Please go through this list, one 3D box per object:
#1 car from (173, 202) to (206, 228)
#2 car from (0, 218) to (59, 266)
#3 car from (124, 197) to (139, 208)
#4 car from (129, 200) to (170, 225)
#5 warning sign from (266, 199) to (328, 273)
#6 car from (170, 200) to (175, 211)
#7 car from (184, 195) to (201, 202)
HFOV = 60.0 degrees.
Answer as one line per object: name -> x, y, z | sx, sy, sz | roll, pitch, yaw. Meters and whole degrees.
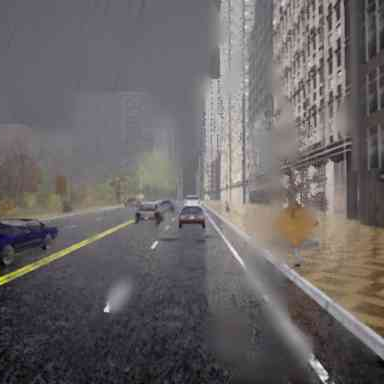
car -> 0.016, 1.657, 23.348 | 2.033, 1.411, 5.357 | 0, 0, 0
car -> -6.594, 1.650, 11.900 | 1.895, 1.301, 4.718 | 0, 0, 0
car -> -9.814, 1.686, 55.127 | 2.097, 1.767, 4.553 | 0, -1, 0
car -> -3.158, 1.615, 25.535 | 2.128, 1.511, 4.902 | 0, 0, 0
warning sign -> 2.825, 1.151, 9.084 | 1.300, 1.860, 1.060 | -1, -2, 0
car -> -3.170, 1.768, 43.616 | 1.812, 1.442, 4.674 | 0, 0, 0
car -> 0.078, 1.474, 44.835 | 2.150, 2.045, 5.566 | 0, 0, 0
